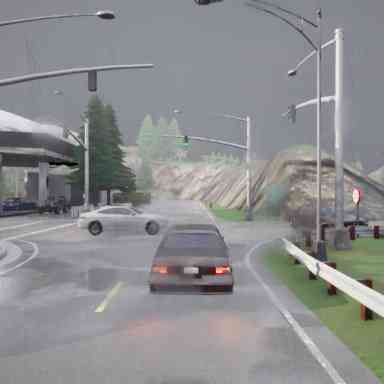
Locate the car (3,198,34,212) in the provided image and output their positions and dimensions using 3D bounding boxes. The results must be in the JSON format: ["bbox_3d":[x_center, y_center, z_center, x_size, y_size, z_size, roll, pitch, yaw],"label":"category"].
[{"bbox_3d":[-20.297,1.480,39.464,2.242,1.667,4.611,0,0,-1],"label":"car"}]

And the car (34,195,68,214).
[{"bbox_3d":[-14.583,1.313,35.195,1.905,1.878,3.866,0,0,-1],"label":"car"}]

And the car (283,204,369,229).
[{"bbox_3d":[6.807,1.358,17.617,2.033,1.411,5.357,0,0,-13],"label":"car"}]

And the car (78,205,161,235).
[{"bbox_3d":[-3.523,1.415,17.361,4.674,1.442,1.812,0,0,-1],"label":"car"}]

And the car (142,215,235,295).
[{"bbox_3d":[0.036,1.547,8.874,2.033,1.411,5.357,0,0,1],"label":"car"}]
